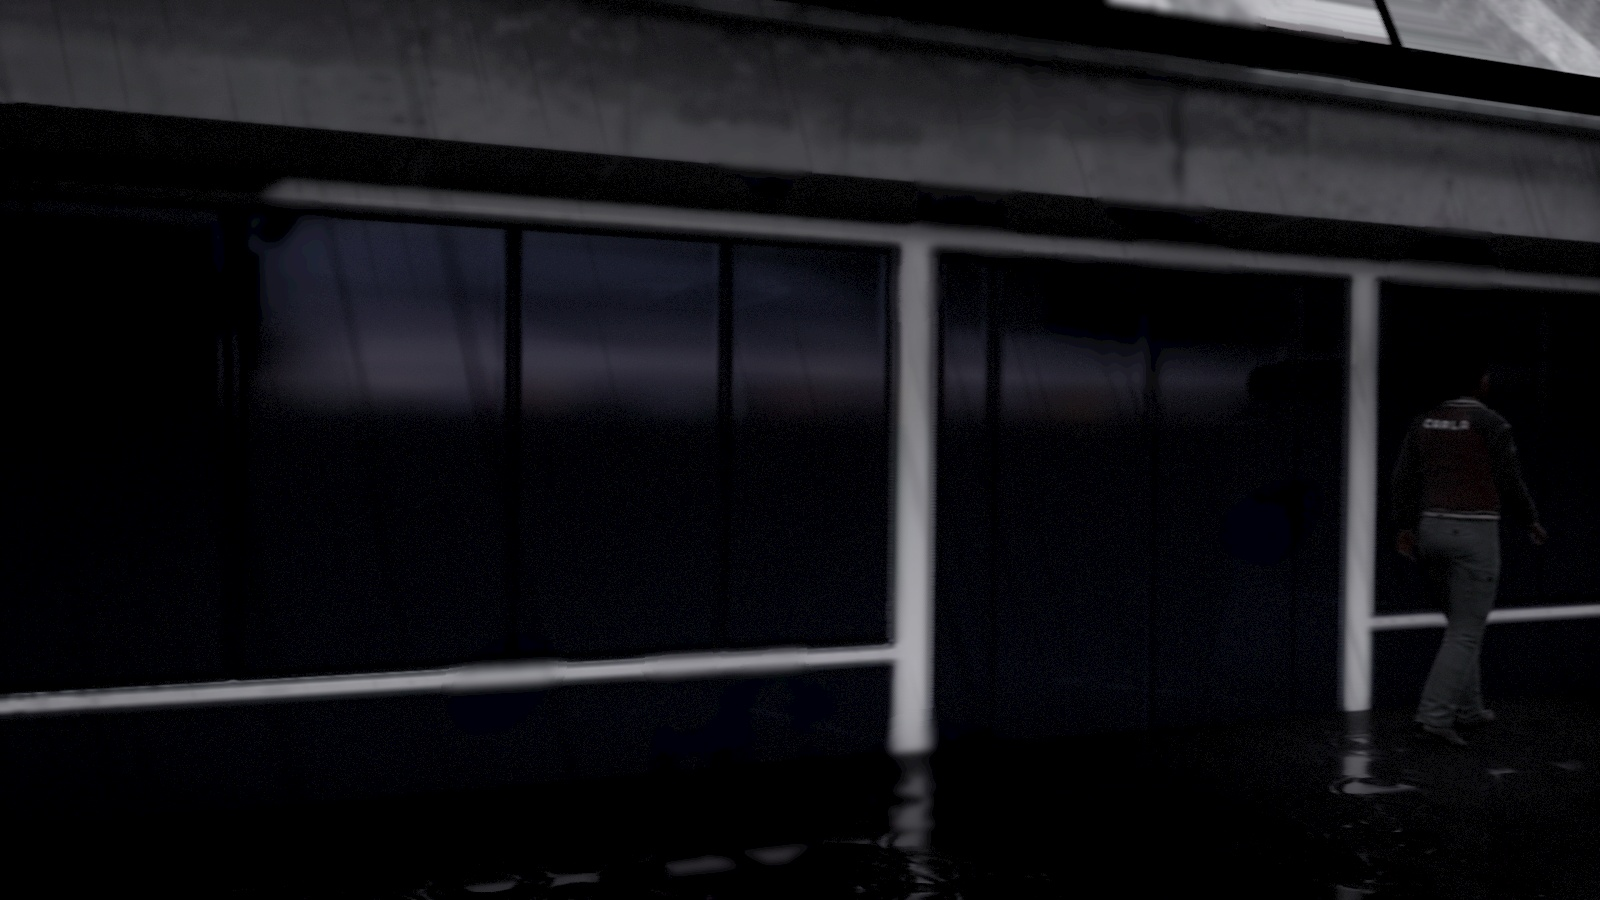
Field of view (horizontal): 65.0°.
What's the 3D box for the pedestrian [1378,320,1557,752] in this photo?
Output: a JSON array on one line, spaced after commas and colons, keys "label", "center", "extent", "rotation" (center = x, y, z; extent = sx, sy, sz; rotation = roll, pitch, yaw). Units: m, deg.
[{"label": "pedestrian", "center": [3.136, 0.378, 5.911], "extent": [0.666, 1.930, 0.402], "rotation": [-1, 1, -21]}]
